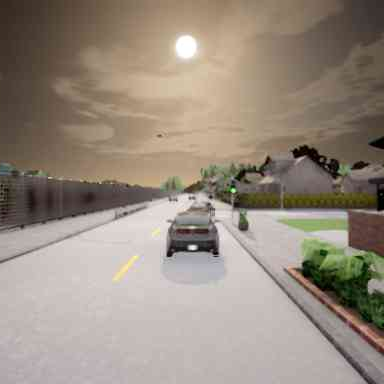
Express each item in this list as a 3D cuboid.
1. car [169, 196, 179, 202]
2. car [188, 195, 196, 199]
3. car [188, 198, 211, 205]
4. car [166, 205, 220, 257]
[{"bbox_3d":[-3.996,1.492,71.968,1.812,1.442,4.674,0,0,0],"label":"car"},{"bbox_3d":[0.006,1.382,78.104,1.812,1.442,4.674,0,0,0],"label":"car"},{"bbox_3d":[0.873,1.513,28.612,1.812,1.442,4.674,0,0,13],"label":"car"},{"bbox_3d":[0.042,1.500,12.984,1.837,1.490,4.892,0,0,1],"label":"car"}]
